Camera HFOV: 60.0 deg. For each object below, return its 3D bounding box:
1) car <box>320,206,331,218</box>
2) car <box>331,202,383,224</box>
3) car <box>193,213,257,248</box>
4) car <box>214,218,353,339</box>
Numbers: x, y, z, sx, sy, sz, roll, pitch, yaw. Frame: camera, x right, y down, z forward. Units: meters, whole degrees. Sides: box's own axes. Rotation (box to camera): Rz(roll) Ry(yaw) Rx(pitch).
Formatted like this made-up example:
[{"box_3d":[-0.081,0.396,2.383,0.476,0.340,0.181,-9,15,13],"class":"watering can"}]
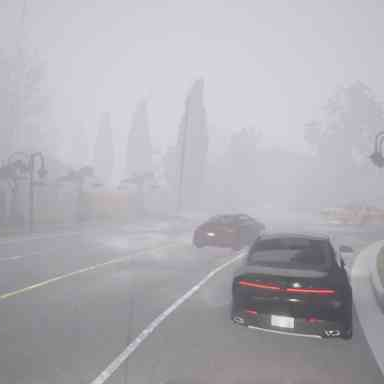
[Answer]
[{"box_3d":[14.023,1.722,30.632,5.008,1.535,1.882,1,-1,-29],"class":"car"},{"box_3d":[13.644,1.652,26.212,5.366,1.575,1.801,1,-1,-32],"class":"car"},{"box_3d":[1.778,1.605,14.434,1.994,1.385,4.181,0,0,31],"class":"car"},{"box_3d":[2.099,1.510,6.751,1.837,1.490,4.892,0,0,21],"class":"car"}]
